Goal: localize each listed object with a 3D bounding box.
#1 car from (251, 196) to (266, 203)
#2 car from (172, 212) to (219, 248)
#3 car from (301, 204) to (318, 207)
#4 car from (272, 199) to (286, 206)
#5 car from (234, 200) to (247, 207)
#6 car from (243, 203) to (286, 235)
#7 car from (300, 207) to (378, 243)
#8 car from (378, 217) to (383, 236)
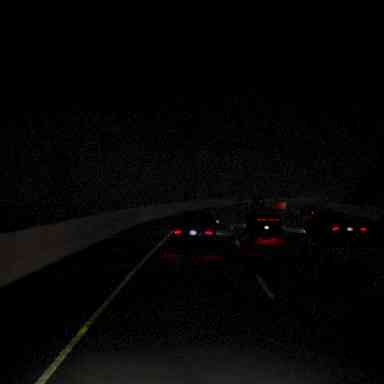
[{"bbox_3d":[11.780,1.763,59.130,2.150,2.045,5.566,0,-1,18],"label":"car"},{"bbox_3d":[0.248,1.648,15.349,2.033,1.411,5.357,1,0,5],"label":"car"},{"bbox_3d":[14.016,2.052,39.575,1.895,1.301,4.718,1,0,12],"label":"car"},{"bbox_3d":[13.386,1.867,51.250,2.097,1.767,4.553,1,0,15],"label":"car"},{"bbox_3d":[9.022,2.079,61.250,1.994,1.385,4.181,1,0,18],"label":"car"},{"bbox_3d":[4.337,1.698,20.583,1.837,1.490,4.892,0,0,6],"label":"car"},{"bbox_3d":[7.404,1.766,17.590,2.033,1.411,5.357,1,0,5],"label":"car"},{"bbox_3d":[10.937,1.814,17.204,2.033,1.411,5.357,1,0,5],"label":"car"}]
